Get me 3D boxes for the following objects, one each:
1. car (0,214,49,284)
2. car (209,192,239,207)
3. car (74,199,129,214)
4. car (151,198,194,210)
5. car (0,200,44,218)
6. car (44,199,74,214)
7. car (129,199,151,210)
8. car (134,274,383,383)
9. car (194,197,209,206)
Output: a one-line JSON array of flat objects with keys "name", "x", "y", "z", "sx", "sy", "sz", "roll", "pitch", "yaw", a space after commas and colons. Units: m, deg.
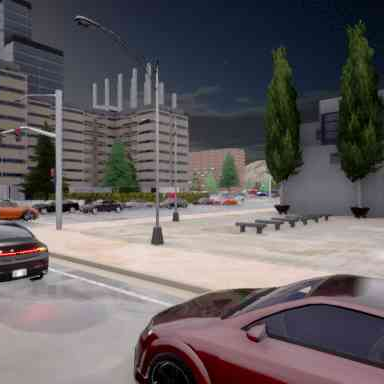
[{"name": "car", "x": -5.587, "y": 1.505, "z": 8.764, "sx": 4.892, "sy": 1.490, "sz": 1.837, "roll": 0, "pitch": 0, "yaw": 40}, {"name": "car", "x": 5.291, "y": 1.354, "z": 52.526, "sx": 2.097, "sy": 1.767, "sz": 4.553, "roll": 0, "pitch": 0, "yaw": 40}, {"name": "car", "x": -9.475, "y": 1.505, "z": 35.155, "sx": 1.837, "sy": 1.490, "sz": 4.892, "roll": 0, "pitch": 0, "yaw": 40}, {"name": "car", "x": -2.527, "y": 1.492, "z": 43.345, "sx": 2.128, "sy": 1.511, "sz": 4.902, "roll": 0, "pitch": 0, "yaw": 40}, {"name": "car", "x": -13.906, "y": 1.352, "z": 24.675, "sx": 4.553, "sy": 1.767, "sz": 2.097, "roll": 0, "pitch": 0, "yaw": -40}, {"name": "car", "x": -14.332, "y": 1.478, "z": 34.840, "sx": 1.882, "sy": 1.535, "sz": 5.008, "roll": 0, "pitch": 0, "yaw": 40}, {"name": "car", "x": -7.299, "y": 1.601, "z": 43.131, "sx": 1.895, "sy": 1.301, "sz": 4.718, "roll": 0, "pitch": 0, "yaw": 40}, {"name": "car", "x": 1.390, "y": 1.564, "z": 3.252, "sx": 4.181, "sy": 1.385, "sz": 1.994, "roll": 0, "pitch": 0, "yaw": 37}, {"name": "car", "x": 1.920, "y": 1.563, "z": 53.976, "sx": 1.994, "sy": 1.385, "sz": 4.181, "roll": 0, "pitch": 0, "yaw": 40}]
